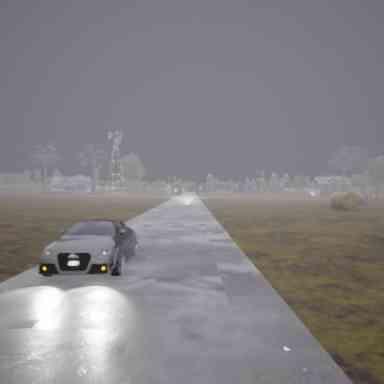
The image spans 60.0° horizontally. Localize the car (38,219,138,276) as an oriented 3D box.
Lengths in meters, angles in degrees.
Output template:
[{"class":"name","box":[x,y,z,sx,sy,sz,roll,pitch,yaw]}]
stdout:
[{"class":"car","box":[-2.852,1.516,9.984,1.994,1.385,4.181,0,0,0]}]
